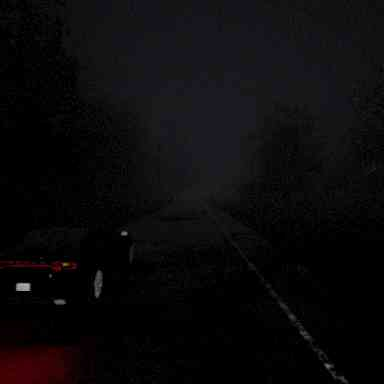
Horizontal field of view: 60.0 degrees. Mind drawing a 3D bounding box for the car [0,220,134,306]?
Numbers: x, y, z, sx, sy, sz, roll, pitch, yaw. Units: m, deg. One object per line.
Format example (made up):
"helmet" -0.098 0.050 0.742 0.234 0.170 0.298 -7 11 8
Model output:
"car" -2.723 1.411 8.032 1.882 1.535 5.008 0 1 2
